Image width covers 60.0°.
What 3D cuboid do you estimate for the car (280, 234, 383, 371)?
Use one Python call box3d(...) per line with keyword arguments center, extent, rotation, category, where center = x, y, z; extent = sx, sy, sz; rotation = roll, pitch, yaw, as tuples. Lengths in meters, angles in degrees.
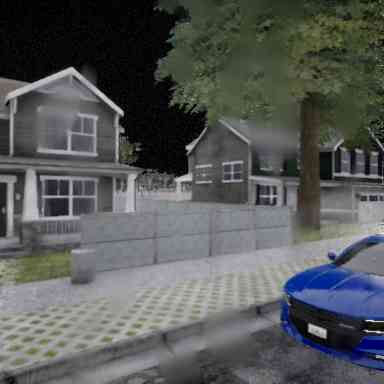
box3d(center=(3.611, 1.481, 5.620), extent=(5.008, 1.535, 1.882), rotation=(0, 0, -35), category="car")
